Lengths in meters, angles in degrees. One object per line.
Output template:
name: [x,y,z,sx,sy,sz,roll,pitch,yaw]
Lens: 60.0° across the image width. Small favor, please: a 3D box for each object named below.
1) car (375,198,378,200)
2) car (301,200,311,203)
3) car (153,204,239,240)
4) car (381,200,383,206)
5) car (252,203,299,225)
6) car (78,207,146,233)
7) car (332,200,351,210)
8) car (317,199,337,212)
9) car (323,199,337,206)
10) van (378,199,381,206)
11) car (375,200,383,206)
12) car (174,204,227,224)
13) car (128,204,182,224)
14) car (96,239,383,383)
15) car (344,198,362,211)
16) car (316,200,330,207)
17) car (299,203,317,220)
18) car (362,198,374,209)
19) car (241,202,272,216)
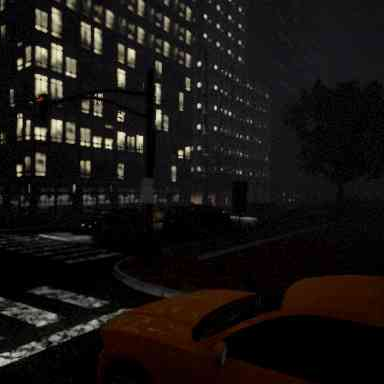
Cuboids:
car: [34.094,2.350,64.456,1.887,1.381,4.507,0,0,37]
car: [20.522,2.167,60.268,1.752,1.417,4.829,0,0,37]
car: [0.393,1.625,19.233,2.192,1.841,5.009,0,-1,37]
car: [40.835,2.341,73.502,1.967,1.590,4.097,0,0,37]
car: [7.234,1.939,28.412,1.752,1.417,4.829,0,-1,37]
car: [-5.017,1.757,21.715,1.837,1.490,4.892,1,0,38]
car: [26.183,2.180,58.164,1.882,1.535,5.008,1,0,37]
car: [20.035,2.091,49.912,1.882,1.535,5.008,1,0,37]
car: [30.729,2.338,73.966,2.008,1.369,4.403,0,0,37]
van: [37.465,2.195,68.980,1.690,1.788,3.998,0,0,37]
car: [44.205,2.530,78.024,1.802,1.307,4.206,0,0,37]
car: [0.874,1.889,29.561,2.033,1.411,5.357,1,0,37]
car: [-3.062,1.819,28.622,1.752,1.417,4.829,0,-1,37]
car: [1.293,1.483,2.758,5.008,1.535,1.882,0,0,36]
car: [23.984,1.976,50.890,2.192,1.841,5.009,0,-1,37]
car: [27.361,2.321,69.445,1.802,1.307,4.206,0,0,37]
car: [10.502,2.045,32.798,1.802,1.307,4.206,0,-1,37]
car: [30.725,2.073,59.935,2.192,1.841,5.009,0,0,37]
car: [6.839,1.936,37.549,1.837,1.490,4.892,1,0,37]
